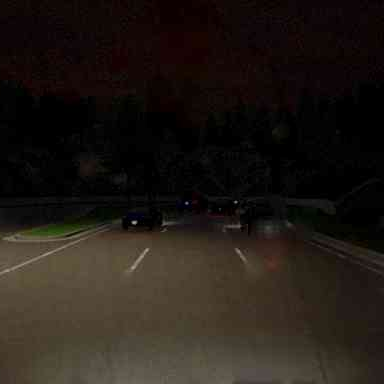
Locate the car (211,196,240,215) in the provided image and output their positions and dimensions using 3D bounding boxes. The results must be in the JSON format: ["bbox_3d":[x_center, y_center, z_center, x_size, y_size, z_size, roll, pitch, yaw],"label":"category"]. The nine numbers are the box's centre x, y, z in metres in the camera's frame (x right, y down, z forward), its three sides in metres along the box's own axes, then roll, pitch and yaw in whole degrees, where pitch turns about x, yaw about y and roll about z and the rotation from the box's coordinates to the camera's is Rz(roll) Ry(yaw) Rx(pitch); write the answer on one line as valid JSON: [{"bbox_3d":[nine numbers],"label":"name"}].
[{"bbox_3d":[3.309,1.477,33.972,1.882,1.535,5.008,0,0,16],"label":"car"}]

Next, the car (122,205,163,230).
[{"bbox_3d":[-3.040,1.526,20.839,1.812,1.442,4.674,0,0,4],"label":"car"}]

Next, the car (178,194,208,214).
[{"bbox_3d":[0.213,1.221,35.951,2.150,2.045,5.566,0,0,16],"label":"car"}]

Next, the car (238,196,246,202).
[{"bbox_3d":[5.981,1.352,44.099,2.097,1.767,4.553,0,0,12],"label":"car"}]

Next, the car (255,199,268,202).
[{"bbox_3d":[7.738,1.526,36.883,1.812,1.442,4.674,0,0,16],"label":"car"}]

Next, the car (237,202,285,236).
[{"bbox_3d":[3.789,1.505,18.308,1.837,1.490,4.892,0,0,2],"label":"car"}]
